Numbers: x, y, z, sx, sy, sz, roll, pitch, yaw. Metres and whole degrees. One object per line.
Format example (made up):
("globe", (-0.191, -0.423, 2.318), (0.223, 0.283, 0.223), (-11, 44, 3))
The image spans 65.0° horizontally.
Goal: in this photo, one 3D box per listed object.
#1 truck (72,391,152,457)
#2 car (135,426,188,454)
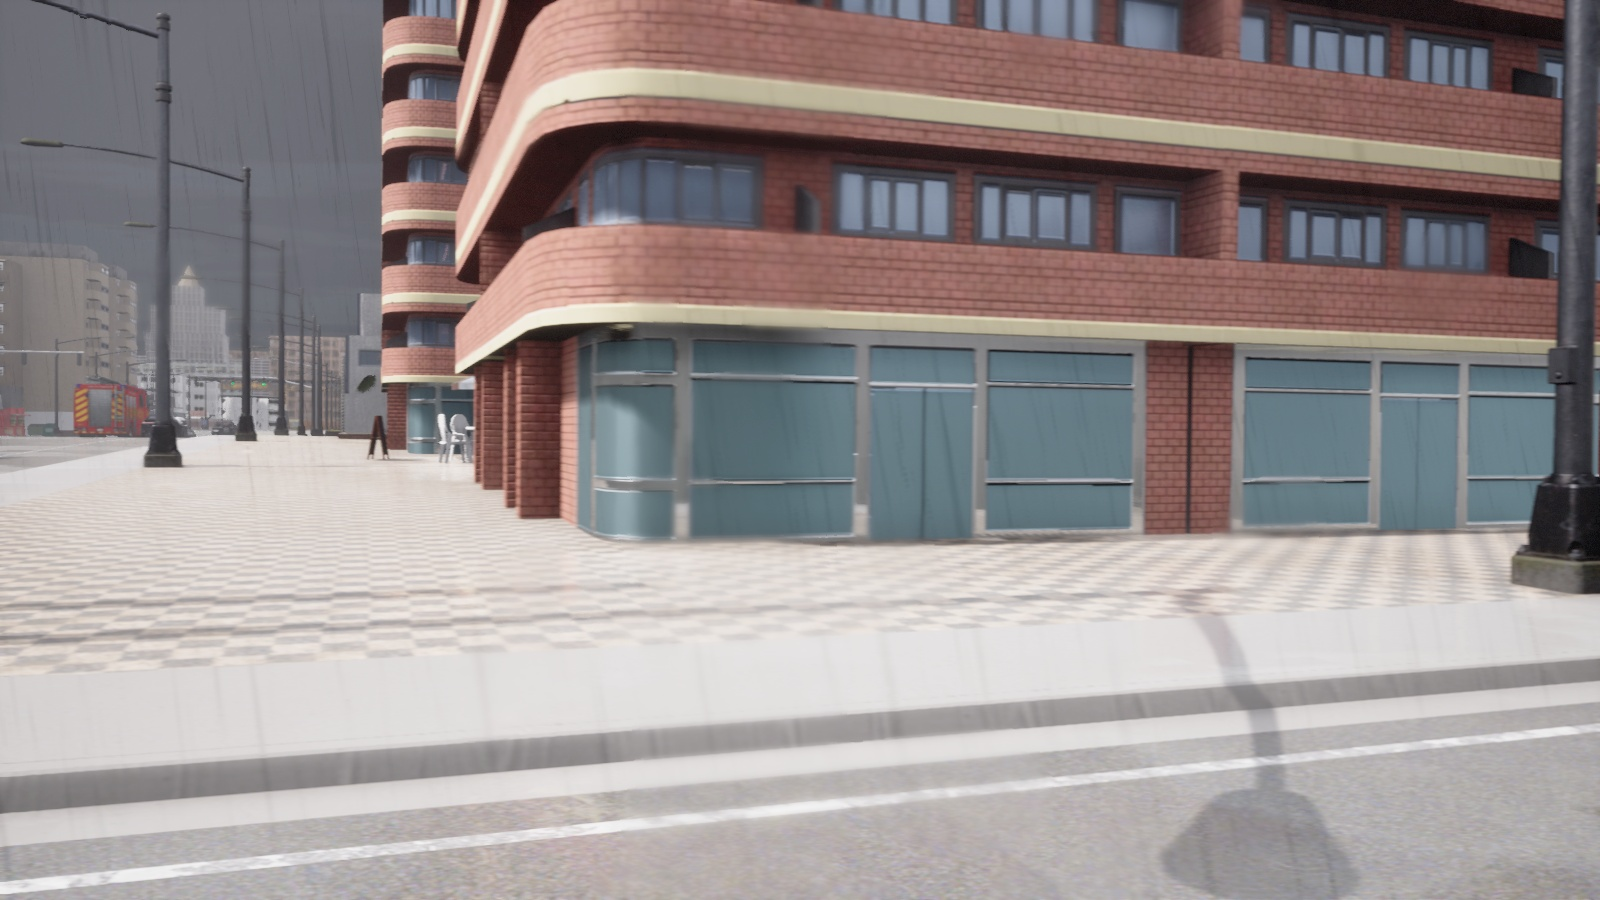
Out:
("truck", (-43.162, -1.533, 79.043), (2.891, 3.827, 8.468), (-1, -1, -18))
("car", (-38.047, -0.563, 74.959), (2.128, 1.511, 4.902), (-1, -1, -19))
